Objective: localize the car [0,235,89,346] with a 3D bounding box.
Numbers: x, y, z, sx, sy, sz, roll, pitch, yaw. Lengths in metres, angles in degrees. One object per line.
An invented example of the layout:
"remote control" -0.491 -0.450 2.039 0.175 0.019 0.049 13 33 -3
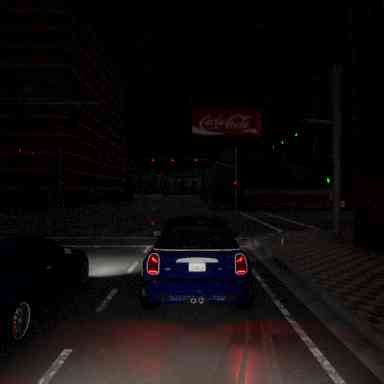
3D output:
"car" -3.418 1.526 6.224 1.812 1.442 4.674 0 0 0

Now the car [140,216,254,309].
"car" 0.089 1.352 8.018 2.097 1.767 4.553 0 0 0
